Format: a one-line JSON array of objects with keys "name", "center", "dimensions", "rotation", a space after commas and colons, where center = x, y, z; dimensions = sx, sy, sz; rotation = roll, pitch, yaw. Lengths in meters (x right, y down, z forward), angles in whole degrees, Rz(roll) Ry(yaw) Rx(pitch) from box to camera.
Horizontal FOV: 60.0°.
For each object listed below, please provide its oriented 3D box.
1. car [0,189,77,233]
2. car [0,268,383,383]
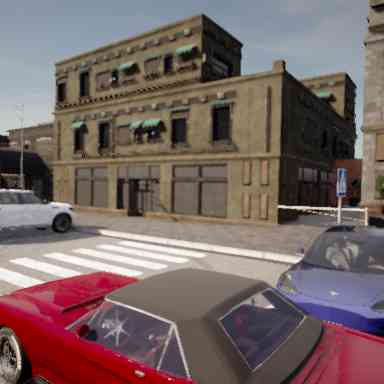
[{"name": "car", "center": [-7.871, 0.876, 14.631], "dimensions": [2.435, 2.045, 5.566], "rotation": [2, 1, 36]}, {"name": "car", "center": [-0.309, 1.561, 3.604], "dimensions": [4.718, 1.301, 1.895], "rotation": [1, 1, 35]}]
